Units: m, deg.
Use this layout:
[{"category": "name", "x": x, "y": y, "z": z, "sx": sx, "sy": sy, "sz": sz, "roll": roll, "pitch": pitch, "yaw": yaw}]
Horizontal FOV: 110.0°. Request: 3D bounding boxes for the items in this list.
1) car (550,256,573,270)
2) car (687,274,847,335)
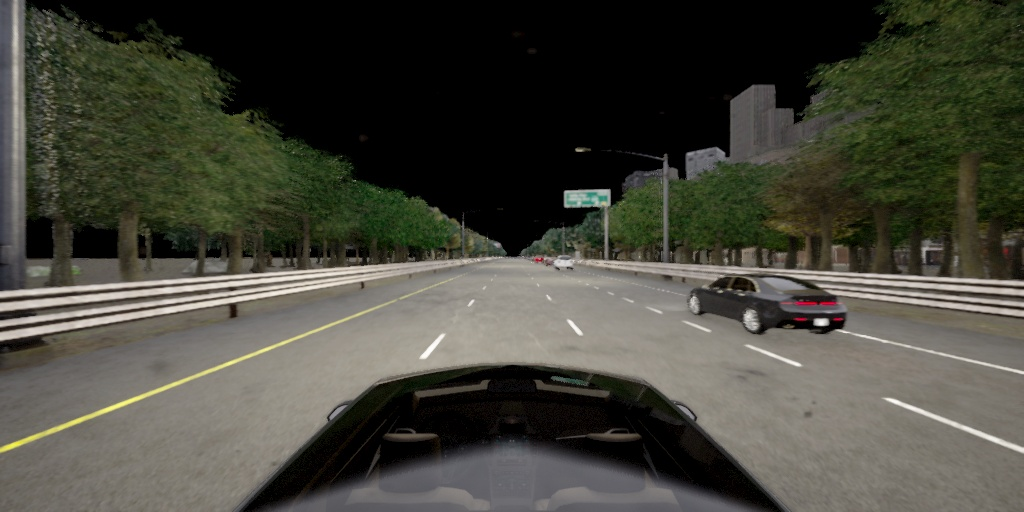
[{"category": "car", "x": 7.132, "y": 0.954, "z": 50.531, "sx": 2.150, "sy": 2.045, "sz": 5.566, "roll": 0, "pitch": 0, "yaw": 0}, {"category": "car", "x": 7.007, "y": 1.259, "z": 10.543, "sx": 1.837, "sy": 1.490, "sz": 4.892, "roll": 0, "pitch": 0, "yaw": 0}]
